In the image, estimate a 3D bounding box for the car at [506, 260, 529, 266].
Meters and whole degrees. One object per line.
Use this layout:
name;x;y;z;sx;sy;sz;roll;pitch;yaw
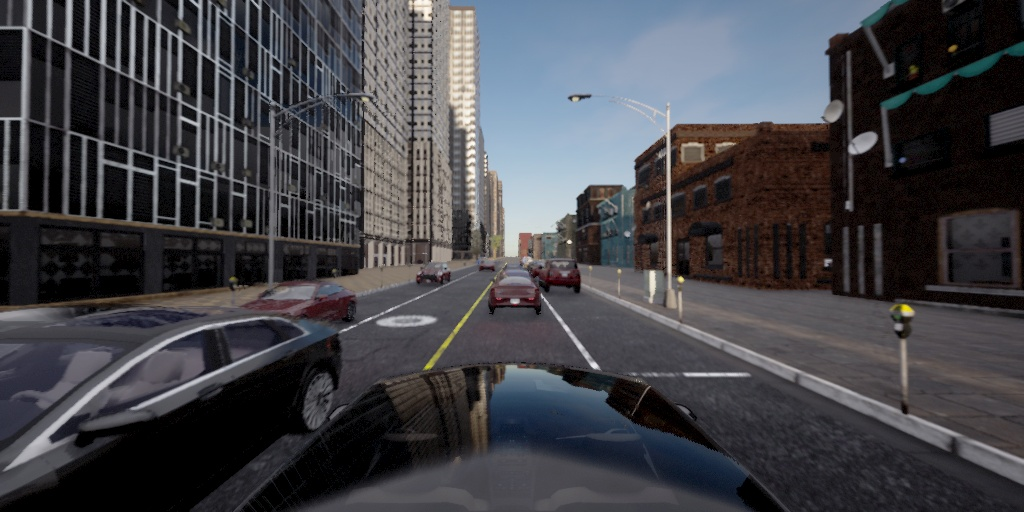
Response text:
car;0.104;1.304;29.664;1.994;1.385;4.181;0;0;0

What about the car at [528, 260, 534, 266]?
car;2.695;1.284;31.929;1.888;1.381;4.507;0;0;0

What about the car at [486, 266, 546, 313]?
car;0.102;1.273;13.767;1.812;1.442;4.674;0;0;0

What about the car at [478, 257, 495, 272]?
car;-3.082;1.205;44.698;1.882;1.535;5.008;0;0;0

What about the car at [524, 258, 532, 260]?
car;2.697;1.295;43.019;1.948;1.339;4.313;0;0;0

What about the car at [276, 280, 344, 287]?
car;-5.688;1.331;9.742;1.802;1.307;4.207;0;0;0

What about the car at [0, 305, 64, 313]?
car;-5.689;1.316;4.197;1.948;1.339;4.313;0;0;0

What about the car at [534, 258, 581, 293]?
car;2.694;1.060;20.837;2.192;1.841;5.009;0;0;0

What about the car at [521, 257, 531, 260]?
car;2.698;1.245;53.680;1.751;1.417;4.829;0;0;0

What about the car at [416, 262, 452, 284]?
car;-5.686;1.183;26.380;1.967;1.591;4.097;0;0;0

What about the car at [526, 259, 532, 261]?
car;2.696;1.300;37.475;1.948;1.339;4.313;0;0;0

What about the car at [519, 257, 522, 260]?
car;2.699;1.265;58.988;2.007;1.370;4.403;0;0;0

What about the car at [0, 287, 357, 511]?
car;-3.101;1.241;2.696;2.128;1.511;4.902;0;0;0
